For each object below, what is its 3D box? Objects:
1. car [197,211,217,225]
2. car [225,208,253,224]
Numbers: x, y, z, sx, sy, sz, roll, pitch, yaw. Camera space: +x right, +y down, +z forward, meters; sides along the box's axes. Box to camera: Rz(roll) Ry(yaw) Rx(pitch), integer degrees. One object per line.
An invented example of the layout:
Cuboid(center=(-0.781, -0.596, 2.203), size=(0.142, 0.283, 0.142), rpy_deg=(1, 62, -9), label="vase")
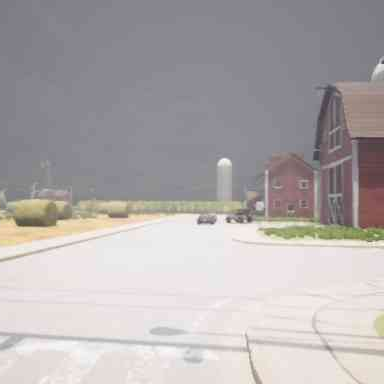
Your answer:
Cuboid(center=(1.721, 3.318, 41.036), size=(1.994, 1.385, 4.181), rpy_deg=(-1, -3, 7), label="car")
Cuboid(center=(6.141, 3.121, 43.602), size=(1.905, 1.878, 3.866), rpy_deg=(-5, -1, -37), label="car")
